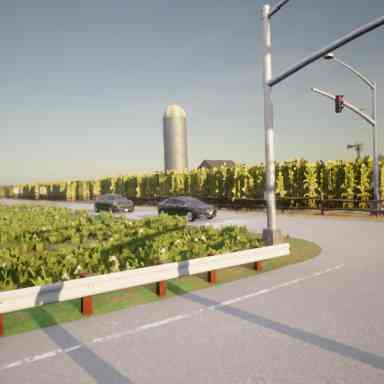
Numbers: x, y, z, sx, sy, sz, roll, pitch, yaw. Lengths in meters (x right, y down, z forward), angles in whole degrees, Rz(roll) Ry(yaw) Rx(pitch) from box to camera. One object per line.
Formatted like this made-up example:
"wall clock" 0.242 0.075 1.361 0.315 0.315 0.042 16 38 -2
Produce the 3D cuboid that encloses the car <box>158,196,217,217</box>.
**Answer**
"car" -0.432 1.080 22.233 1.837 1.490 4.892 -3 2 -40

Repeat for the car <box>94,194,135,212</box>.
"car" -7.072 0.967 30.048 2.097 1.767 4.553 -3 2 -40
